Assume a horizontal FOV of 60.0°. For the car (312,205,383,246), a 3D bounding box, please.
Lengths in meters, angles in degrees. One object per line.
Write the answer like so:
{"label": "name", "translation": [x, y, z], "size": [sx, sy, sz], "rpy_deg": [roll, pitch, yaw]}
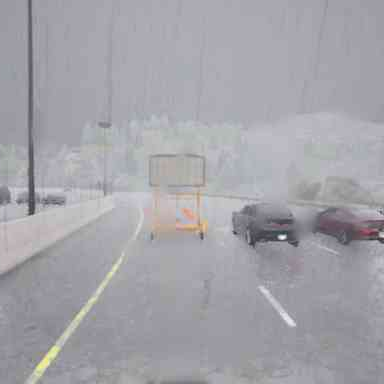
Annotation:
{"label": "car", "translation": [6.355, 1.244, 13.675], "size": [1.812, 1.442, 4.674], "rpy_deg": [0, 1, -5]}

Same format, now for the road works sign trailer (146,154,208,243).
{"label": "road works sign trailer", "translation": [-0.647, 0.162, 14.397], "size": [2.380, 3.560, 2.880], "rpy_deg": [0, 1, -7]}

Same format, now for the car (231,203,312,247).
{"label": "car", "translation": [2.858, 1.222, 13.621], "size": [1.837, 1.490, 4.892], "rpy_deg": [0, 1, -4]}
